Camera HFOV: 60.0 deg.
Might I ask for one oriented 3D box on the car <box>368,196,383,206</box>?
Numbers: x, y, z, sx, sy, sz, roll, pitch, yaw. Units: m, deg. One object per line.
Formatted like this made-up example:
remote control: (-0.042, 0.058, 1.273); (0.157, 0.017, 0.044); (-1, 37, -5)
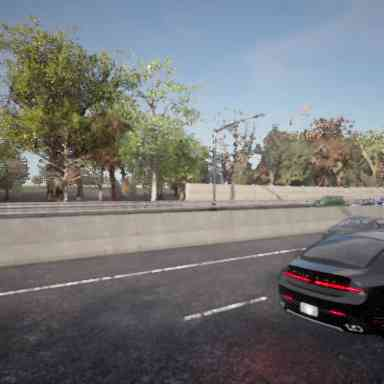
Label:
car: (26.236, 1.500, 44.171); (5.566, 2.045, 2.150); (1, -1, -35)

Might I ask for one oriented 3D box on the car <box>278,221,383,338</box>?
car: (3.777, 1.543, 6.493); (4.892, 1.490, 1.837); (0, 0, -35)

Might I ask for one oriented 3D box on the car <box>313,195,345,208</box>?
car: (19.975, 1.479, 48.279); (5.566, 2.045, 2.150); (0, 0, -36)

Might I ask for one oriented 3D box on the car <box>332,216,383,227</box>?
car: (6.952, 1.635, 13.022); (4.181, 1.385, 1.994); (0, 0, -35)

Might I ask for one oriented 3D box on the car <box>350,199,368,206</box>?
car: (24.233, 1.769, 47.042); (4.902, 1.511, 2.128); (1, 0, -35)
